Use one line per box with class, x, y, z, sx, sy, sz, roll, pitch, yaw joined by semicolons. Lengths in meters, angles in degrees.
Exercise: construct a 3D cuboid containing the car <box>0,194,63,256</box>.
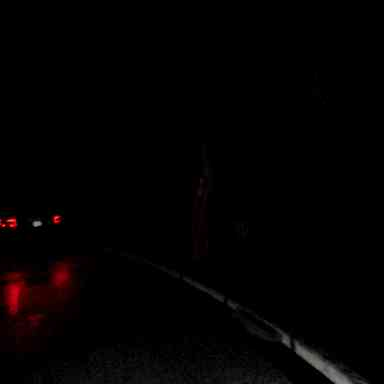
car;-6.985;1.102;12.408;5.566;2.045;2.150;0;1;40
